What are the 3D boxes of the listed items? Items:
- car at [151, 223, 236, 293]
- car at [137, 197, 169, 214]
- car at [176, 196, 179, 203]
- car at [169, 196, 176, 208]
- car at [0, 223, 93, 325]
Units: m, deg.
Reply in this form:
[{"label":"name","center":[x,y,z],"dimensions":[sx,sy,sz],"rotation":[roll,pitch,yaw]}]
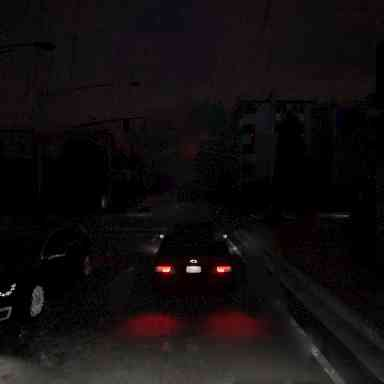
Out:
[{"label":"car","center":[0.036,1.547,8.960],"dimensions":[2.033,1.411,5.357],"rotation":[0,0,0]},{"label":"car","center":[-4.220,1.463,34.986],"dimensions":[1.882,1.535,5.008],"rotation":[0,-1,9]},{"label":"car","center":[-3.677,1.553,67.113],"dimensions":[1.812,1.442,4.674],"rotation":[0,0,0]},{"label":"car","center":[-3.723,1.525,48.609],"dimensions":[1.812,1.442,4.674],"rotation":[0,0,0]},{"label":"car","center":[-3.619,1.505,7.293],"dimensions":[1.837,1.490,4.892],"rotation":[0,0,0]}]
